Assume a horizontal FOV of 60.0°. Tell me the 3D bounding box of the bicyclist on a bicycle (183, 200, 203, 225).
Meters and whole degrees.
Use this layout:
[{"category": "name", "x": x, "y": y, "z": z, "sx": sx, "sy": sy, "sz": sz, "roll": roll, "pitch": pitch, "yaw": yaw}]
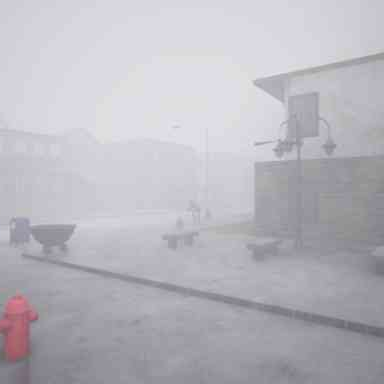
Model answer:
[{"category": "bicyclist on a bicycle", "x": 0.055, "y": 1.335, "z": 21.791, "sx": 1.656, "sy": 1.620, "sz": 0.582, "roll": 0, "pitch": 0, "yaw": 35}]
